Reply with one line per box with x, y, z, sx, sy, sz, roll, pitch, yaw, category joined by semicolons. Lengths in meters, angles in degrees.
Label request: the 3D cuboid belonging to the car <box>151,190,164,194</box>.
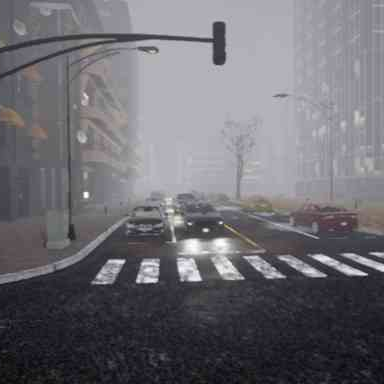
-4.025;0.809;37.621;1.967;1.590;4.097;-1;1;-5;car

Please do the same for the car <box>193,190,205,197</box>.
1.450;0.285;71.414;2.008;1.369;4.403;-1;1;-5;car

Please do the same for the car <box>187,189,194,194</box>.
-0.481;-0.086;93.627;1.752;1.417;4.829;-1;1;-5;car

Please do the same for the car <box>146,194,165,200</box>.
-3.066;1.101;26.601;2.008;1.369;4.403;-1;1;-5;car

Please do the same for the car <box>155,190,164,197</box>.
-7.377;0.300;76.201;2.008;1.369;4.403;-1;1;-5;car

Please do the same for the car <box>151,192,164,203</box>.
-4.982;0.771;48.645;1.802;1.307;4.206;-1;1;-5;car

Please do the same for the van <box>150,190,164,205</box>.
-4.505;0.620;43.131;1.690;1.788;3.998;-1;1;-5;van

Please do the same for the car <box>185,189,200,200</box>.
0.001;0.344;57.000;2.097;1.767;4.553;-1;1;-5;car

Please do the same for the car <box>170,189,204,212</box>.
-0.514;0.866;27.164;2.097;1.767;4.553;-1;1;-5;car

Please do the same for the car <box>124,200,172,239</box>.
-2.108;1.286;15.578;2.008;1.369;4.403;-1;1;-5;car

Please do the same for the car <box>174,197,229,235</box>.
0.361;1.229;17.093;2.033;1.411;5.357;-1;1;-5;car

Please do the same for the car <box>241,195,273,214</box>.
5.267;0.971;27.493;1.752;1.417;4.829;-1;1;-5;car

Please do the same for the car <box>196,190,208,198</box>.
1.929;0.366;65.903;1.887;1.381;4.507;-1;1;-5;car

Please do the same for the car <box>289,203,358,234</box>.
6.240;1.178;16.302;1.887;1.381;4.507;-1;1;-5;car

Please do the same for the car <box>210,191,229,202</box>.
3.846;0.759;43.858;1.802;1.307;4.206;-1;1;-5;car

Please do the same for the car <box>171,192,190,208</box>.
-1.374;0.824;37.310;1.882;1.535;5.008;-1;1;-5;car

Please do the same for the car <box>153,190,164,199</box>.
-5.941;0.451;59.666;1.967;1.590;4.097;-1;1;-5;car

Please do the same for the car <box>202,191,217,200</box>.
2.872;0.520;55.049;1.752;1.417;4.829;-1;1;-5;car

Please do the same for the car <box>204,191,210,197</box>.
0.972;0.755;46.985;1.895;1.301;4.718;-1;1;-5;car

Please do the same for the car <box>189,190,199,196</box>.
0.492;0.113;82.435;2.008;1.369;4.403;-1;1;-5;car

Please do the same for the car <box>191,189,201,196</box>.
0.970;0.088;76.922;1.967;1.590;4.097;-1;1;-5;car
